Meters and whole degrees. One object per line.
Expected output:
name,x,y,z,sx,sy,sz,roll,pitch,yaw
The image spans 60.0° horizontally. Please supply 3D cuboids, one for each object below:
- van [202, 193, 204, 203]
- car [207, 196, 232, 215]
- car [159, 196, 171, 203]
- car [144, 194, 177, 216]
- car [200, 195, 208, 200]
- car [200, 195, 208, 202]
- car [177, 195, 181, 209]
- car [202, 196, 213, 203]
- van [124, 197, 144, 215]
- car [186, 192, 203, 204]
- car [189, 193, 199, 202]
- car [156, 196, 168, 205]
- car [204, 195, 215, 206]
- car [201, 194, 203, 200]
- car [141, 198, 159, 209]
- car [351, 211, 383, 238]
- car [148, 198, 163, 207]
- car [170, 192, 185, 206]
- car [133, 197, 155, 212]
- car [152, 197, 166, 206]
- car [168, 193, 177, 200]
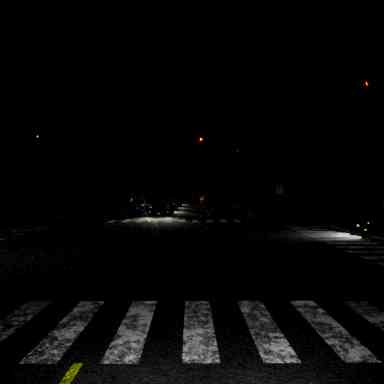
van,3.025,1.343,56.051,1.690,1.788,3.998,0,0,0
car,2.878,1.442,33.375,1.967,1.590,4.097,0,0,0
car,-5.427,1.566,67.437,1.947,1.339,4.313,0,0,0
car,-2.938,1.354,32.126,2.097,1.767,4.553,0,0,2
car,3.245,1.557,90.067,1.947,1.339,4.313,0,0,0
car,2.860,1.452,79.561,1.801,1.575,5.366,0,0,0
car,-2.831,1.480,42.064,1.882,1.535,5.008,0,0,1
car,3.098,1.551,67.390,2.008,1.369,4.403,0,0,0
van,-5.648,1.343,33.428,1.690,1.788,3.998,0,0,0
car,0.406,1.223,63.398,2.150,2.045,5.566,0,0,0
car,0.472,1.186,73.758,2.097,1.767,4.553,0,0,0
car,-5.465,1.527,61.599,1.752,1.417,4.829,0,0,0
car,2.951,1.443,44.713,1.967,1.590,4.097,0,0,0
car,3.063,1.527,61.890,1.752,1.417,4.829,0,0,0
car,-5.574,1.568,44.765,1.947,1.339,4.313,0,0,0
car,10.654,1.577,17.395,4.181,1.385,1.994,0,0,-1
car,-5.537,1.585,50.433,1.802,1.307,4.206,0,0,0
car,-2.761,1.224,52.191,2.150,2.045,5.566,0,0,1
car,-5.611,1.442,39.096,1.967,1.590,4.097,0,0,0
car,-5.501,1.568,56.101,1.947,1.339,4.313,0,0,0
car,-5.281,1.306,90.110,2.192,1.841,5.009,0,0,0
